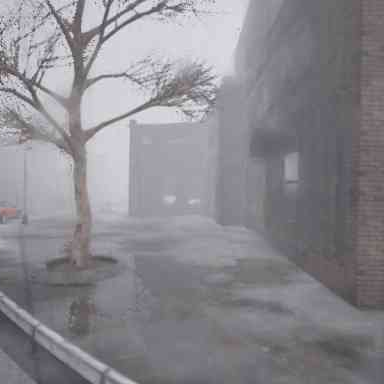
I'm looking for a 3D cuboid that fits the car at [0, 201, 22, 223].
[{"bbox_3d":[-15.836,1.507,27.474,2.097,1.767,4.553,1,-1,-8],"label":"car"}]

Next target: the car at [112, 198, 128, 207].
[{"bbox_3d":[-13.102,1.955,62.631,2.097,1.767,4.553,1,-1,18],"label":"car"}]
